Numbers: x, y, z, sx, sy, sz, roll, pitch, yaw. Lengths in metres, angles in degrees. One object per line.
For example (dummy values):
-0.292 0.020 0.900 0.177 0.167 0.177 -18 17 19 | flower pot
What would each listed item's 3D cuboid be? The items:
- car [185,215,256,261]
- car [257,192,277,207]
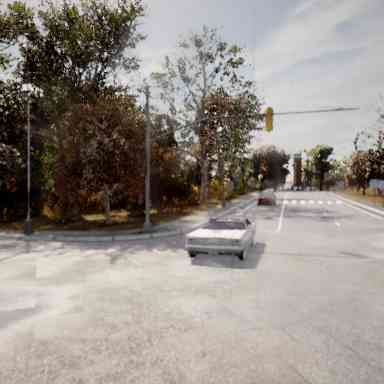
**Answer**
1.242 1.549 12.260 1.895 1.301 4.718 0 0 16 | car
8.329 0.778 36.846 1.882 1.535 5.008 0 2 16 | car
